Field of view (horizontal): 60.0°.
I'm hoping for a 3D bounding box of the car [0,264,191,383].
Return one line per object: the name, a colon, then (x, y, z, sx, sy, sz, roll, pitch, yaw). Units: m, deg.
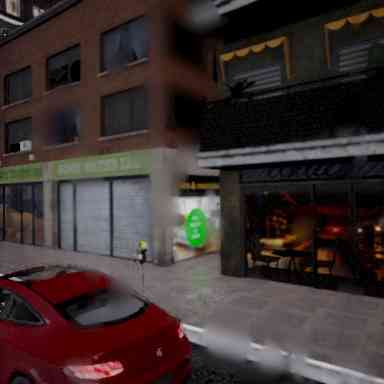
car: (-1.958, 1.623, 4.280, 4.206, 1.307, 1.802, -1, -1, 35)
